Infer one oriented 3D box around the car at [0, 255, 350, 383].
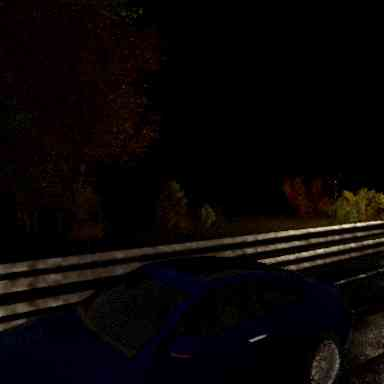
[{"bbox_3d":[-0.116,1.517,3.600,4.674,1.442,1.812,0,0,-36],"label":"car"}]
